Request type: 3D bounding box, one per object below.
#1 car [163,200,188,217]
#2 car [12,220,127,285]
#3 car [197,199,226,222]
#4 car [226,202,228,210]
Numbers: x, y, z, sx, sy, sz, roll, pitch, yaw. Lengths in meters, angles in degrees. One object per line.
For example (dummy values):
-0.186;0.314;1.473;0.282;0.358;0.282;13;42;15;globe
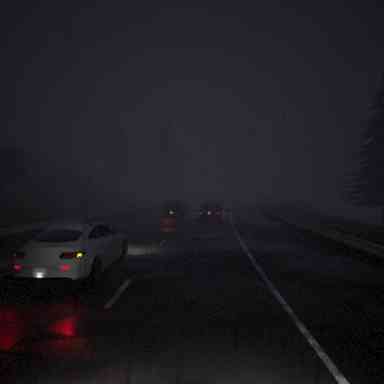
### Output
-1.498;1.505;31.079;1.837;1.490;4.892;0;0;6;car
-3.153;1.523;9.384;1.812;1.442;4.674;0;0;2;car
1.464;1.550;26.050;2.033;1.411;5.357;0;0;6;car
3.621;1.607;42.680;1.895;1.301;4.718;0;0;9;car
